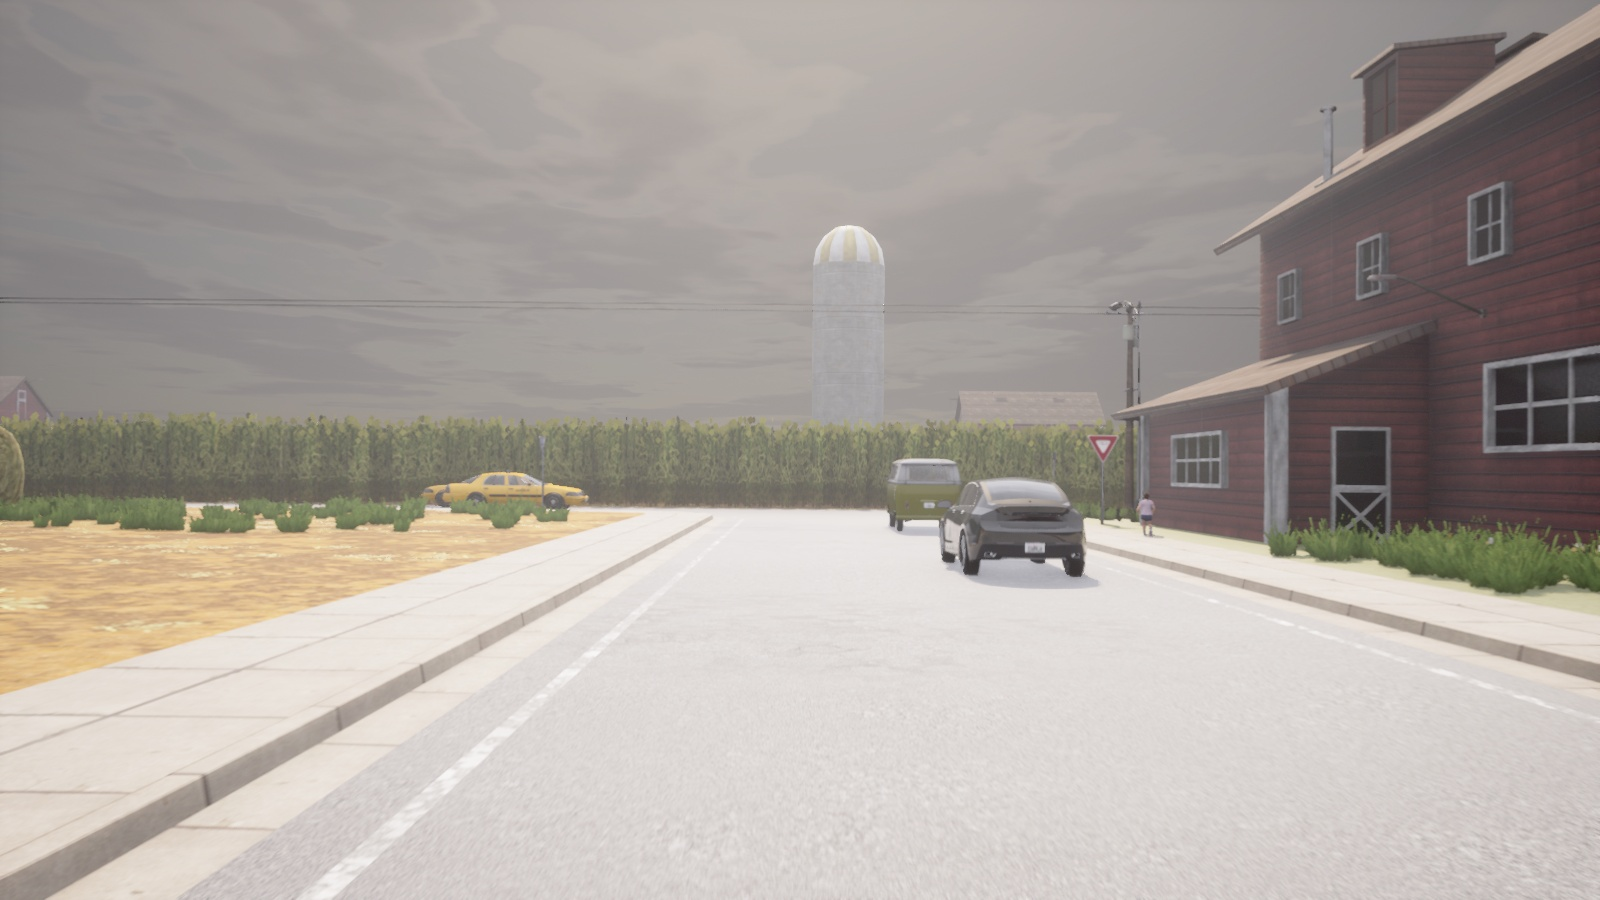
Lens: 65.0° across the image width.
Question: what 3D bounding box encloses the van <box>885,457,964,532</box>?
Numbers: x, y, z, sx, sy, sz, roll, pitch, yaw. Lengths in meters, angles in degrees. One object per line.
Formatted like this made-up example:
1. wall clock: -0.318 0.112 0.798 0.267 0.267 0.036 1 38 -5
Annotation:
1. van: 3.422 1.200 35.232 1.775 1.987 4.442 0 -1 0

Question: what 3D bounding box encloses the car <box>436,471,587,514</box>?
1. car: -10.991 1.605 48.040 5.366 1.575 1.801 0 -1 1

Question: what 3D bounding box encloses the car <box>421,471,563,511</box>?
1. car: -12.595 1.663 51.560 5.366 1.575 1.801 0 -1 1

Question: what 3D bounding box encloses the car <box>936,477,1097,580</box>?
1. car: 3.456 1.203 20.953 1.837 1.490 4.892 0 -1 0

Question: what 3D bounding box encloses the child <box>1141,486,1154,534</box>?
1. child: 8.130 1.396 29.394 0.255 1.110 0.394 0 -1 10
